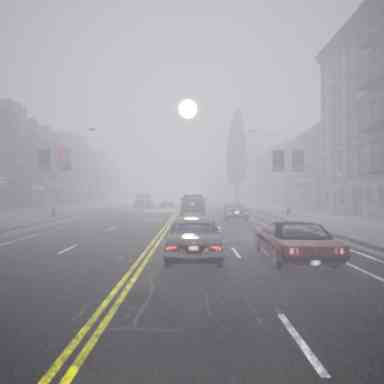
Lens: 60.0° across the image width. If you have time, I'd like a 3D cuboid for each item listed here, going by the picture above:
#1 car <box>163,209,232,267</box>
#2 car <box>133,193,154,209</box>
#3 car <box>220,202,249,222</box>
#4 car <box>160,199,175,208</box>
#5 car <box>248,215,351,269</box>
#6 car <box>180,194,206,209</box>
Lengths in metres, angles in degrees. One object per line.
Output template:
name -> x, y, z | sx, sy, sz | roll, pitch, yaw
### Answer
car -> 0.064, 1.546, 11.387 | 2.033, 1.411, 5.357 | 0, 0, 0
car -> -6.590, 1.188, 45.719 | 2.150, 2.045, 5.566 | 0, 0, 0
car -> 3.314, 1.512, 26.348 | 2.033, 1.411, 5.357 | 0, 0, 0
car -> -3.339, 1.568, 46.120 | 1.895, 1.301, 4.718 | 0, 0, 0
car -> 3.313, 1.600, 11.087 | 1.895, 1.301, 4.718 | 0, 0, 0
car -> 0.088, 1.177, 30.541 | 2.150, 2.045, 5.566 | 0, 0, 0
